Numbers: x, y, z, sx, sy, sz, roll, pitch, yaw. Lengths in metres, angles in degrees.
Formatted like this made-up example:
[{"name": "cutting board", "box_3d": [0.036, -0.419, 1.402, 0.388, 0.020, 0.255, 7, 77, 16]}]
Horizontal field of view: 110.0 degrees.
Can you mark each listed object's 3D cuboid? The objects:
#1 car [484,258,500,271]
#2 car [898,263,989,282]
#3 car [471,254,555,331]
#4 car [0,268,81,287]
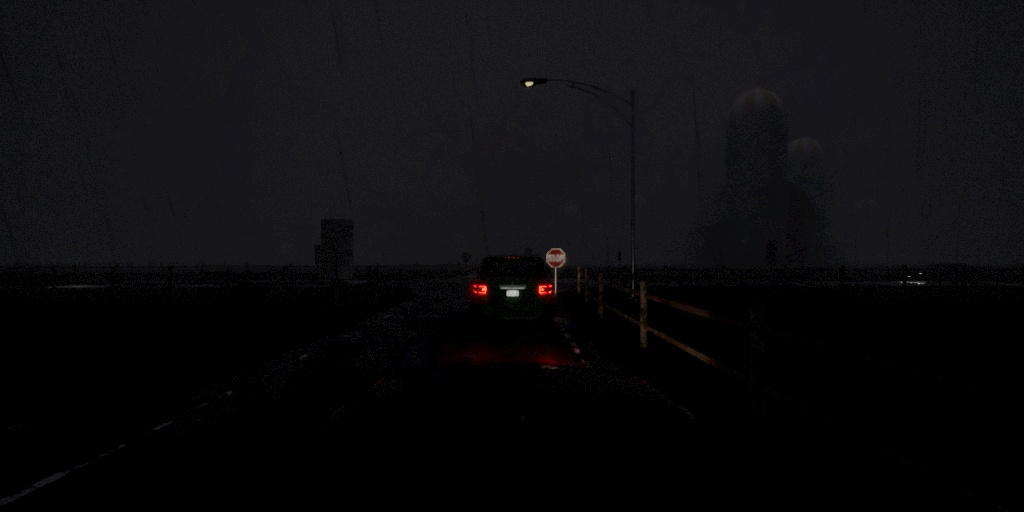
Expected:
[{"name": "car", "box_3d": [-2.797, 1.176, 50.990, 2.097, 1.767, 4.553, 0, 0, 0]}, {"name": "car", "box_3d": [33.856, 1.246, 28.151, 5.357, 1.411, 2.033, 0, 0, 0]}, {"name": "car", "box_3d": [0.042, 0.971, 11.082, 2.150, 2.045, 5.566, 0, 0, 1]}, {"name": "car", "box_3d": [-33.820, 1.473, 25.392, 4.718, 1.301, 1.895, 0, 0, 0]}]
